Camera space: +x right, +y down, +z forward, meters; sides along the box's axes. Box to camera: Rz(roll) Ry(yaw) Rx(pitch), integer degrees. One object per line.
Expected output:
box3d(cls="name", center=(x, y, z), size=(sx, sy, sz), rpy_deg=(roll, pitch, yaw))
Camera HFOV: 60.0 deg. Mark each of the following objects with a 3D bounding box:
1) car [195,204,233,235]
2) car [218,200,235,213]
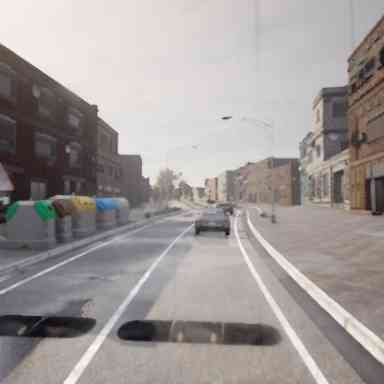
box3d(cls="car", center=(1.286, 1.660, 19.761), size=(1.994, 1.385, 4.181), rpy_deg=(0, 0, 6))
box3d(cls="car", center=(3.684, 1.683, 37.081), size=(2.128, 1.511, 4.902), rpy_deg=(0, -1, 9))
